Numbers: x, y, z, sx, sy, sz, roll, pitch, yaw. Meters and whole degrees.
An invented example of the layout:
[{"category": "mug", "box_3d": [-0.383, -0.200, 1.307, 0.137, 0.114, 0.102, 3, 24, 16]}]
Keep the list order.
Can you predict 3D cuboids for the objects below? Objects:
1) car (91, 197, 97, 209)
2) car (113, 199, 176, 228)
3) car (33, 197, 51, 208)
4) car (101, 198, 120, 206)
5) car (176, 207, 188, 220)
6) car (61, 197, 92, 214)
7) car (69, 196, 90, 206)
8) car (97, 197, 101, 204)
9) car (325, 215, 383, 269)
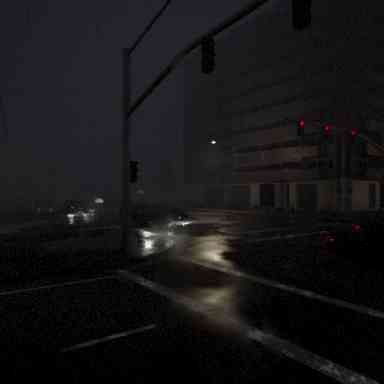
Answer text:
[{"category": "car", "box_3d": [-15.141, 1.579, 45.726, 1.812, 1.442, 4.674, 0, 0, -35]}, {"category": "car", "box_3d": [-3.447, 1.531, 23.217, 1.882, 1.535, 5.008, 0, 0, -35]}, {"category": "car", "box_3d": [-22.837, 1.450, 50.623, 1.882, 1.535, 5.008, 0, 0, -35]}, {"category": "car", "box_3d": [-12.782, 1.653, 54.780, 1.895, 1.301, 4.718, 0, 0, -36]}, {"category": "car", "box_3d": [-2.489, 1.601, 27.905, 2.033, 1.411, 5.357, 0, 0, -35]}, {"category": "car", "box_3d": [-13.008, 1.558, 36.656, 1.837, 1.490, 4.892, 0, 0, -35]}, {"category": "car", "box_3d": [-20.010, 1.544, 58.895, 2.128, 1.511, 4.902, 0, 0, -35]}, {"category": "car", "box_3d": [-18.061, 1.578, 62.202, 1.812, 1.442, 4.674, 0, 0, -34]}, {"category": "car", "box_3d": [6.524, 1.569, 9.226, 2.033, 1.411, 5.357, 0, 0, -35]}]
